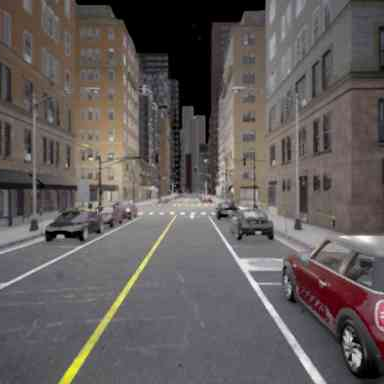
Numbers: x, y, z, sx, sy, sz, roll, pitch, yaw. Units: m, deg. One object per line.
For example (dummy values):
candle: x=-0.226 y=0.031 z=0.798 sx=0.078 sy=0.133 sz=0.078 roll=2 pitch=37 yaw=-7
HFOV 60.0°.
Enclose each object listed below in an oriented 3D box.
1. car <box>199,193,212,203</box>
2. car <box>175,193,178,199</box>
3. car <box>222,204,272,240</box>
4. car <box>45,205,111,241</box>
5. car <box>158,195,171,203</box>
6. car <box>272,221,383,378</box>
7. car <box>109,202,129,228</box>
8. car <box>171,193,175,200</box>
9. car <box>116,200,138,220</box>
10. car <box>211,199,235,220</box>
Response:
car: x=2.897 y=1.353 z=64.610 sx=1.967 sy=1.590 sz=4.097 roll=0 pitch=0 yaw=0
car: x=-5.576 y=1.477 z=91.497 sx=1.752 sy=1.417 sz=4.829 roll=0 pitch=0 yaw=0
car: x=2.857 y=1.513 z=16.518 sx=2.008 sy=1.369 sz=4.403 roll=0 pitch=0 yaw=0
car: x=-5.668 y=1.550 z=16.519 sx=1.947 sy=1.339 sz=4.313 roll=0 pitch=0 yaw=0
car: x=-5.627 y=1.517 z=64.625 sx=1.802 sy=1.307 sz=4.206 roll=0 pitch=0 yaw=0
car: x=2.856 y=1.422 z=5.515 sx=1.967 sy=1.590 sz=4.097 roll=0 pitch=0 yaw=0
car: x=-5.667 y=1.557 z=22.020 sx=1.802 sy=1.307 sz=4.206 roll=0 pitch=0 yaw=0
car: x=-5.606 y=1.487 z=75.442 sx=2.008 sy=1.369 sz=4.403 roll=0 pitch=0 yaw=0
car: x=-5.667 y=1.406 z=27.522 sx=1.967 sy=1.590 sz=4.097 roll=0 pitch=0 yaw=0
car: x=2.859 y=1.509 z=27.520 sx=1.947 sy=1.339 sz=4.313 roll=0 pitch=0 yaw=0
